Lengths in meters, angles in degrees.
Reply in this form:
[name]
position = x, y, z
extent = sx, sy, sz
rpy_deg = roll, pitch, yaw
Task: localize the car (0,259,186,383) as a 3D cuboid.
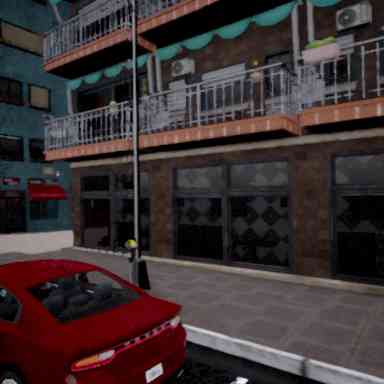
[car]
position = -2.173, 1.586, 4.434
extent = 4.507, 1.381, 1.887
rpy_deg = -1, -1, 35
